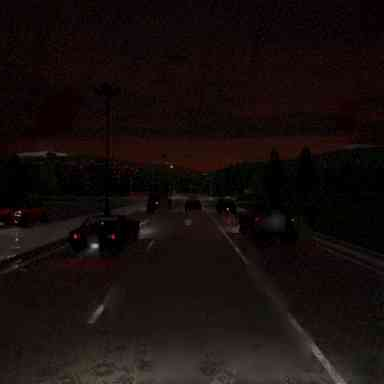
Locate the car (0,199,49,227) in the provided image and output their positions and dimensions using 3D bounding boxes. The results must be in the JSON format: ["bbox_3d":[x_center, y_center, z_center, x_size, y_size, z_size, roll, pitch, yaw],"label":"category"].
[{"bbox_3d":[-11.504,1.327,22.352,2.097,1.767,4.553,0,0,0],"label":"car"}]

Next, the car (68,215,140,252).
[{"bbox_3d":[-3.399,1.587,13.864,1.895,1.301,4.718,0,0,0],"label":"car"}]

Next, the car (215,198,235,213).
[{"bbox_3d":[3.605,1.469,35.892,1.837,1.490,4.892,0,0,0],"label":"car"}]

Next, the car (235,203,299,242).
[{"bbox_3d":[3.603,1.336,16.375,2.097,1.767,4.553,0,0,0],"label":"car"}]

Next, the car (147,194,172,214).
[{"bbox_3d":[-3.396,1.186,34.895,2.150,2.045,5.566,0,0,0],"label":"car"}]

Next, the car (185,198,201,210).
[{"bbox_3d":[0.106,1.436,41.310,1.882,1.535,5.008,0,0,0],"label":"car"}]
